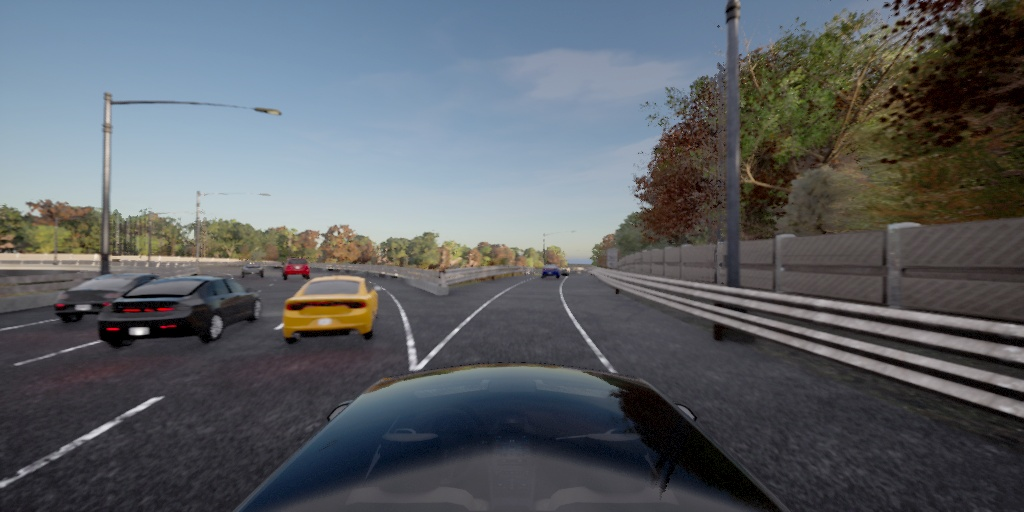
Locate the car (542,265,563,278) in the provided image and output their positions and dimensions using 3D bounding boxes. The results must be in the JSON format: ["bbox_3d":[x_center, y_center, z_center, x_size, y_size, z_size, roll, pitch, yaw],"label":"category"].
[{"bbox_3d":[4.543,1.735,41.229,1.882,1.535,5.008,0,-1,10],"label":"car"}]

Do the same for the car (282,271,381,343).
[{"bbox_3d":[-4.831,1.296,10.133,1.882,1.535,5.008,1,-1,-18],"label":"car"}]

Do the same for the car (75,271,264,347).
[{"bbox_3d":[-8.353,1.298,9.569,1.837,1.490,4.892,1,-1,-19],"label":"car"}]

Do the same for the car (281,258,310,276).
[{"bbox_3d":[-21.837,1.243,36.232,2.150,2.045,5.566,1,-1,-34],"label":"car"}]

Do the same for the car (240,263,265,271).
[{"bbox_3d":[-27.167,1.502,37.586,2.128,1.511,4.902,1,-1,-36],"label":"car"}]

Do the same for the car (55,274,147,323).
[{"bbox_3d":[-13.119,1.329,12.436,1.812,1.442,4.674,1,-1,-21],"label":"car"}]
